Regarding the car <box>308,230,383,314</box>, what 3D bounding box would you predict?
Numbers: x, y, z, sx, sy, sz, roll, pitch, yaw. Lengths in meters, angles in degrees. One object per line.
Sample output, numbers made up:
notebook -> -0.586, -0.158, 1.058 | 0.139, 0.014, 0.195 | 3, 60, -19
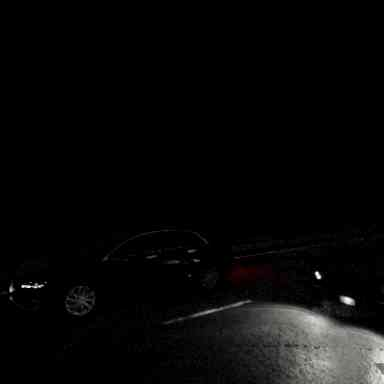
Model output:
car -> 4.950, 1.539, 7.429 | 5.357, 1.411, 2.033 | 0, 0, -35

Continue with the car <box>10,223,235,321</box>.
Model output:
car -> -1.249, 1.497, 7.363 | 4.892, 1.490, 1.837 | 0, 0, -35
